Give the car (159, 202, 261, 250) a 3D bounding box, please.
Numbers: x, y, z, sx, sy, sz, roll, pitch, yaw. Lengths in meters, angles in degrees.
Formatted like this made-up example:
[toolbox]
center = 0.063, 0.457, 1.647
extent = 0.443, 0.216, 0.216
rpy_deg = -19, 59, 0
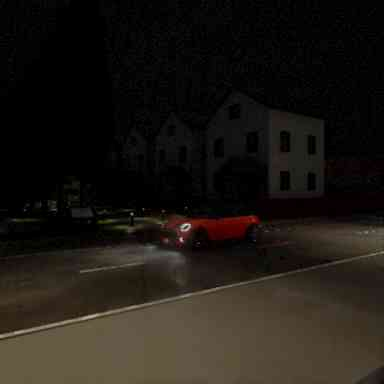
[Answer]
[car]
center = 0.830, 1.349, 14.411
extent = 4.553, 1.767, 2.097
rpy_deg = 0, 0, -35
